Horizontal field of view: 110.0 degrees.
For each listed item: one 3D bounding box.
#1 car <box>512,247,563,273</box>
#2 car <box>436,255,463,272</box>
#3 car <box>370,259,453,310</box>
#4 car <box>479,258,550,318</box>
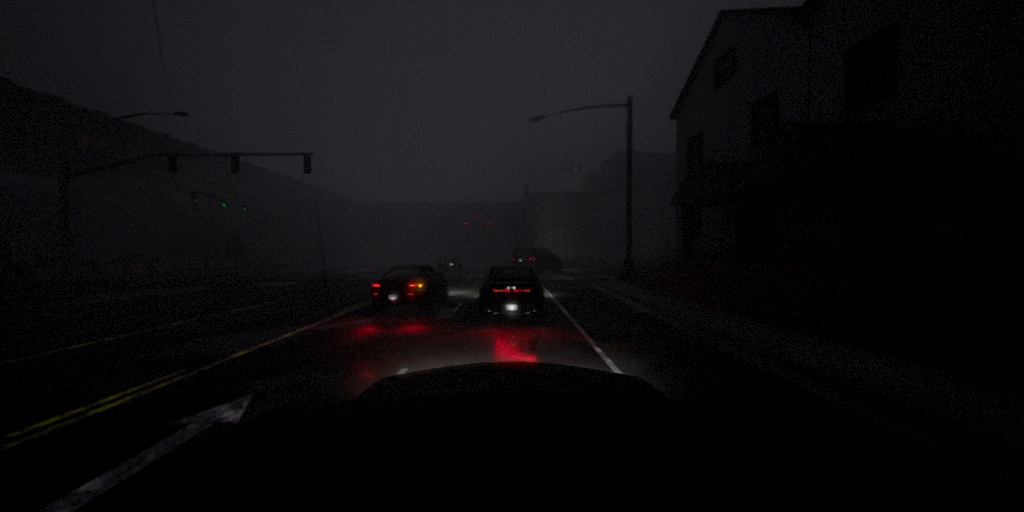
[{"bbox_3d":[1.943,0.363,27.413,2.150,2.045,5.566,-1,1,30],"label":"car"},{"bbox_3d":[-5.486,0.601,30.557,1.994,1.385,4.181,0,2,-19],"label":"car"},{"bbox_3d":[-3.521,1.001,12.880,1.812,1.442,4.674,0,1,0],"label":"car"},{"bbox_3d":[-0.019,1.008,11.710,1.837,1.490,4.892,0,2,0],"label":"car"}]
